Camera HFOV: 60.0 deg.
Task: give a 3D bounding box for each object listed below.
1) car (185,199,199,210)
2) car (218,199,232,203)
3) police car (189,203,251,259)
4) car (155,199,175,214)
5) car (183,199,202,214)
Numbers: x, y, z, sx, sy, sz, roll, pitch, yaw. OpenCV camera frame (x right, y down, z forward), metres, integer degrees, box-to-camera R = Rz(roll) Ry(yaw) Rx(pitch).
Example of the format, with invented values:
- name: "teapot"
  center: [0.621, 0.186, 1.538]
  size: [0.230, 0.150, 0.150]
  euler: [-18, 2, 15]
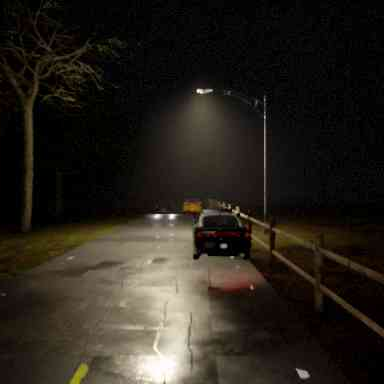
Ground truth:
- name: "car"
  center: [0.000, 1.751, 48.480]
  size: [2.033, 1.411, 5.357]
  euler: [0, -1, 0]
- name: "car"
  center: [8.576, 2.479, 85.846]
  size: [1.812, 1.442, 4.674]
  euler: [-1, -2, 40]
- name: "police car"
  center: [0.962, 1.426, 12.669]
  size: [1.930, 1.638, 5.238]
  euler: [0, 0, 0]
- name: "car"
  center: [-2.846, 1.562, 36.196]
  size: [1.837, 1.490, 4.892]
  euler: [0, 0, 0]
- name: "car"
  center: [0.056, 1.538, 36.346]
  size: [1.882, 1.535, 5.008]
  euler: [0, 0, 1]
